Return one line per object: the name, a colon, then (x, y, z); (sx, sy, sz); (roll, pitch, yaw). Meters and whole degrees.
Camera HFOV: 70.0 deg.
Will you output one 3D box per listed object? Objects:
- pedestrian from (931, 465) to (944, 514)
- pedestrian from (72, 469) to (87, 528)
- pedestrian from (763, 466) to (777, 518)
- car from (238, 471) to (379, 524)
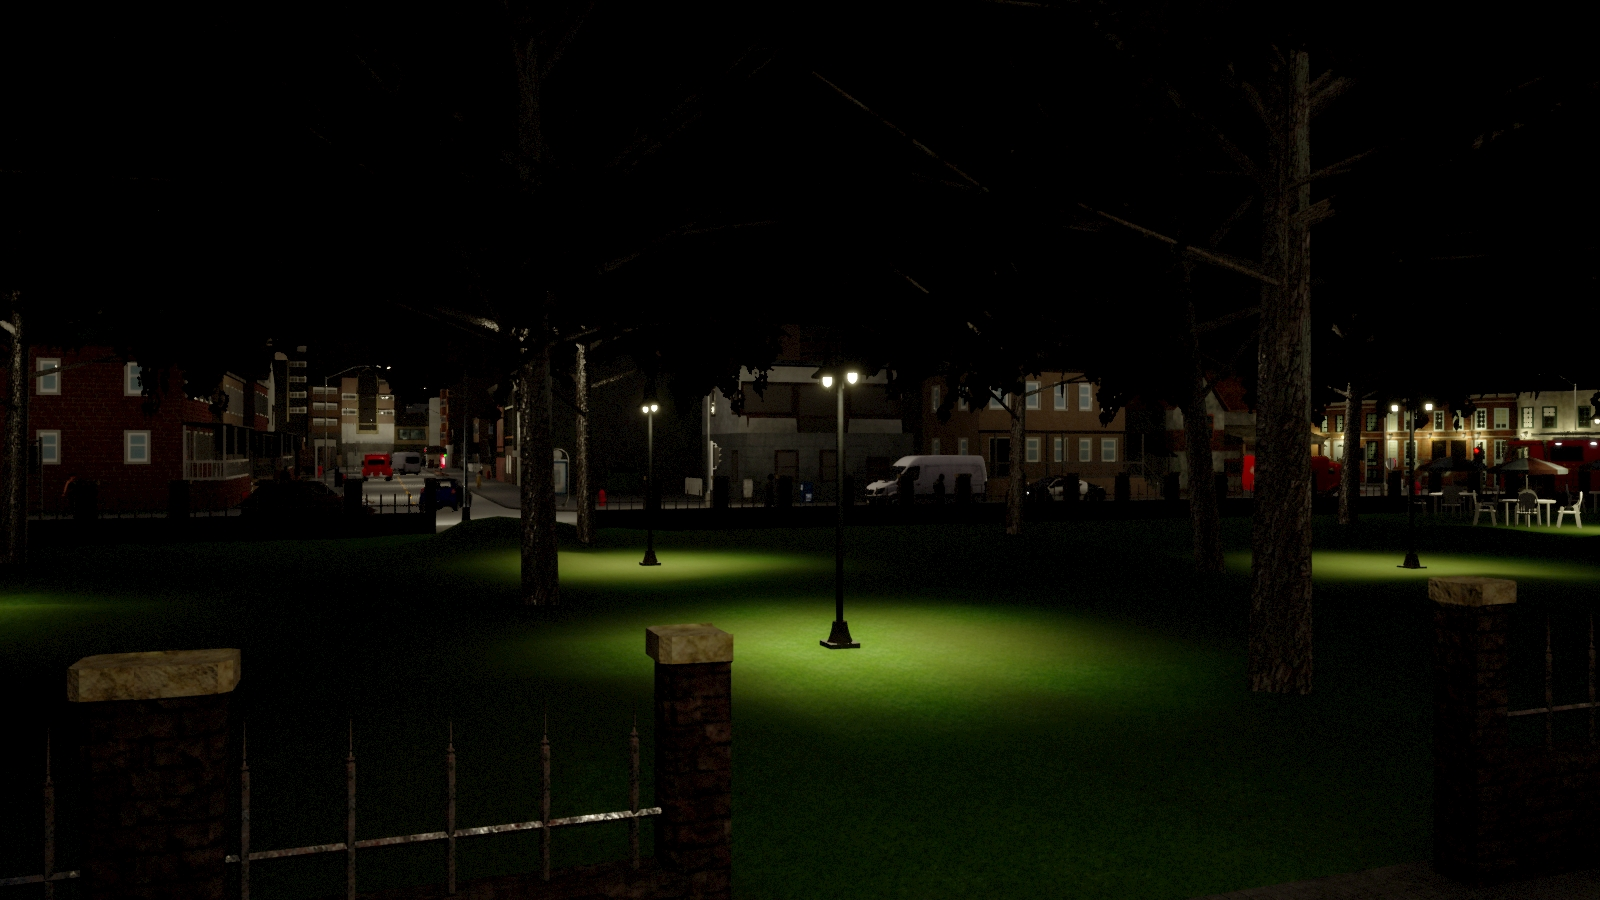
pedestrian: (5.312, 1.525, 44.075); (0.375, 1.860, 0.375); (0, 0, -20)
pedestrian: (-22.898, 1.525, 36.313); (0.375, 1.860, 0.375); (0, 0, -37)
pedestrian: (-1.096, 1.525, 41.718); (0.375, 1.860, 0.375); (0, 0, -20)
car: (-17.666, 1.686, 41.312); (4.553, 1.767, 2.097); (0, 0, -20)
